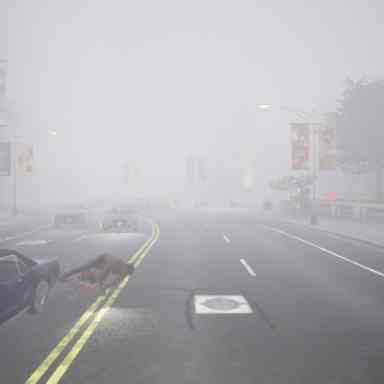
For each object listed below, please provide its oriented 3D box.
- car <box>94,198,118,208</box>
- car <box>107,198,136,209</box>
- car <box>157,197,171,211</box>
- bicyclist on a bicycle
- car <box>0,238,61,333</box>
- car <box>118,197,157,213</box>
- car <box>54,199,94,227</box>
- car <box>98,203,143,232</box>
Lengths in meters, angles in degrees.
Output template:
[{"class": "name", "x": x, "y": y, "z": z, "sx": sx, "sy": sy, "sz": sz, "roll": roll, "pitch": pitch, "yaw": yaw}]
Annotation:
[{"class": "car", "x": -12.241, "y": 1.505, "z": 44.094, "sx": 4.892, "sy": 1.490, "sz": 1.837, "roll": 0, "pitch": 0, "yaw": 44}, {"class": "car", "x": -9.977, "y": 1.564, "z": 46.630, "sx": 4.181, "sy": 1.385, "sz": 1.994, "roll": 0, "pitch": 0, "yaw": 45}, {"class": "car", "x": -4.339, "y": 1.352, "z": 39.662, "sx": 2.097, "sy": 1.767, "sz": 4.553, "roll": 0, "pitch": 0, "yaw": -32}, {"class": "bicyclist on a bicycle", "x": -1.978, "y": 1.737, "z": 6.826, "sx": 1.620, "sy": 0.582, "sz": 1.656, "roll": -19, "pitch": 25, "yaw": -1}, {"class": "car", "x": -3.674, "y": 1.600, "z": 4.839, "sx": 1.895, "sy": 1.301, "sz": 4.718, "roll": 0, "pitch": 0, "yaw": -1}, {"class": "car", "x": -6.016, "y": 1.352, "z": 36.064, "sx": 2.097, "sy": 1.767, "sz": 4.553, "roll": 0, "pitch": 0, "yaw": -31}, {"class": "car", "x": -8.119, "y": 1.478, "z": 22.970, "sx": 1.882, "sy": 1.535, "sz": 5.008, "roll": 0, "pitch": 0, "yaw": -12}, {"class": "car", "x": -4.224, "y": 1.565, "z": 20.240, "sx": 1.994, "sy": 1.385, "sz": 4.181, "roll": 0, "pitch": 0, "yaw": -7}]
